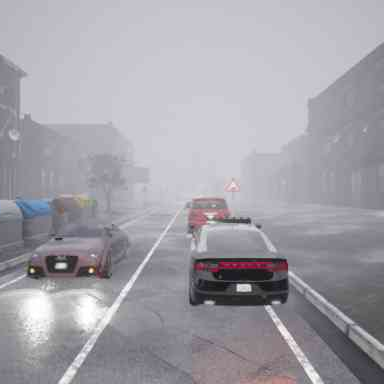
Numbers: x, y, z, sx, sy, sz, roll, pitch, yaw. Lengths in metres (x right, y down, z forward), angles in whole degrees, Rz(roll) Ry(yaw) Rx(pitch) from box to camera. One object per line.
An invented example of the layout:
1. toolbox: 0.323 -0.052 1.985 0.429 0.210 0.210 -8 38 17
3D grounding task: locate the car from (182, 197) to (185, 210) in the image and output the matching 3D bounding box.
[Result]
1. car: -0.072 1.656 44.935 1.812 1.442 4.674 0 0 0

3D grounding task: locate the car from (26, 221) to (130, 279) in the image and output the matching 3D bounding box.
1. car: -3.123 1.579 9.940 1.994 1.385 4.181 0 0 0

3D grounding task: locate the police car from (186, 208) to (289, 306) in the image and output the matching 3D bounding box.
1. police car: 0.880 1.437 8.264 1.930 1.638 5.238 0 0 0

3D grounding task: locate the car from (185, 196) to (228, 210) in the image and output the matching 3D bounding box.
1. car: 0.856 1.264 18.188 2.150 2.045 5.566 0 0 0

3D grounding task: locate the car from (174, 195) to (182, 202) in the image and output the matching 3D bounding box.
1. car: -3.202 1.622 80.634 1.837 1.490 4.892 0 0 0

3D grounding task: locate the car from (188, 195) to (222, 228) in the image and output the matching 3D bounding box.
1. car: 0.842 1.288 24.189 2.150 2.045 5.566 0 0 0

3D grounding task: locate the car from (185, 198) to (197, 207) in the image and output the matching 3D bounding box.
1. car: -0.135 1.708 56.595 1.994 1.385 4.181 0 0 0
